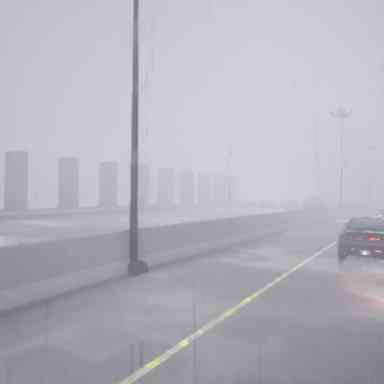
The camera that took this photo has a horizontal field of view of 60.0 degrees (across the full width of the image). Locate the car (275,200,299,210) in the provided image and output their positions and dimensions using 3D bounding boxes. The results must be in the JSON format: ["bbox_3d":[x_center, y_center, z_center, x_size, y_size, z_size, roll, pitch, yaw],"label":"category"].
[{"bbox_3d":[14.470,1.903,49.313,1.837,1.490,4.892,0,0,33],"label":"car"}]

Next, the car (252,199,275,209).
[{"bbox_3d":[11.523,1.887,51.202,1.837,1.490,4.892,0,0,33],"label":"car"}]

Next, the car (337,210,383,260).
[{"bbox_3d":[6.730,1.634,12.367,1.837,1.490,4.892,0,0,34],"label":"car"}]

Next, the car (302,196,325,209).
[{"bbox_3d":[17.424,1.635,47.401,2.150,2.045,5.566,0,0,33],"label":"car"}]

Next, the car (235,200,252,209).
[{"bbox_3d":[8.609,1.966,53.084,1.895,1.301,4.718,0,0,33],"label":"car"}]
